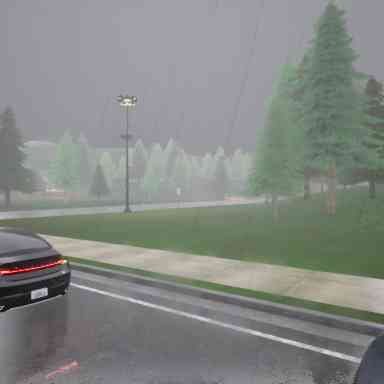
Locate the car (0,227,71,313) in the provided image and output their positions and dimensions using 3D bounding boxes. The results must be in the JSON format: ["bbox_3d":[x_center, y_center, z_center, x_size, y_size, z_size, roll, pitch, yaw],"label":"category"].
[{"bbox_3d":[-4.605,1.505,7.153,4.892,1.490,1.837,0,0,35],"label":"car"}]

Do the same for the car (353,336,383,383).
[{"bbox_3d":[3.584,1.548,1.433,5.357,1.411,2.033,0,0,36],"label":"car"}]
